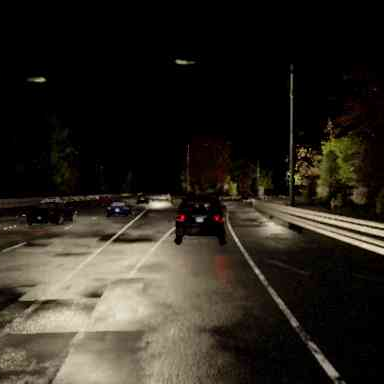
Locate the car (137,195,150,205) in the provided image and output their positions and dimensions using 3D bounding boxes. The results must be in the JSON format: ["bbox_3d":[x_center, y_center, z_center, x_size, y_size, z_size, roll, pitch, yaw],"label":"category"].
[{"bbox_3d":[-8.507,1.270,58.292,2.097,1.767,4.553,0,0,-4],"label":"car"}]

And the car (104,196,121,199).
[{"bbox_3d":[-11.436,1.449,50.342,2.033,1.411,5.357,0,0,-4],"label":"car"}]

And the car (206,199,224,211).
[{"bbox_3d":[3.183,1.683,45.169,2.033,1.411,5.357,0,0,9],"label":"car"}]

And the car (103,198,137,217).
[{"bbox_3d":[-6.444,1.508,30.086,1.994,1.385,4.181,0,0,-4],"label":"car"}]

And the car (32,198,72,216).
[{"bbox_3d":[-13.658,1.384,32.739,2.128,1.511,4.902,0,0,-4],"label":"car"}]

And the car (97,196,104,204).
[{"bbox_3d":[-15.594,1.433,59.214,1.994,1.385,4.181,0,0,-4],"label":"car"}]

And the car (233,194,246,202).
[{"bbox_3d":[11.893,1.725,86.296,2.097,1.767,4.553,0,0,16],"label":"car"}]

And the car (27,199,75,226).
[{"bbox_3d":[-9.403,1.404,22.549,1.882,1.535,5.008,0,0,-4],"label":"car"}]

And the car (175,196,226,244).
[{"bbox_3d":[0.454,1.222,15.941,2.150,2.045,5.566,1,0,3],"label":"car"}]
